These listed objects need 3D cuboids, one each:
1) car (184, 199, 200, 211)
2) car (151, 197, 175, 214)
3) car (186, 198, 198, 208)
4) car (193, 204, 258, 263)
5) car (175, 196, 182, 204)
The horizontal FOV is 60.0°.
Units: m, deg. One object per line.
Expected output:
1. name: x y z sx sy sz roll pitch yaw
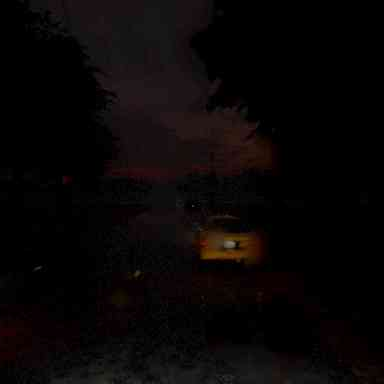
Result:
1. car: 0.079 1.570 39.856 1.994 1.385 4.181 0 0 0
2. car: -3.098 1.498 34.662 1.837 1.490 4.892 0 -1 0
3. car: -0.001 1.657 51.277 1.895 1.301 4.718 0 0 0
4. car: 1.050 1.443 11.839 1.801 1.575 5.366 0 0 0
5. car: -3.002 1.607 65.588 1.882 1.535 5.008 0 0 0
